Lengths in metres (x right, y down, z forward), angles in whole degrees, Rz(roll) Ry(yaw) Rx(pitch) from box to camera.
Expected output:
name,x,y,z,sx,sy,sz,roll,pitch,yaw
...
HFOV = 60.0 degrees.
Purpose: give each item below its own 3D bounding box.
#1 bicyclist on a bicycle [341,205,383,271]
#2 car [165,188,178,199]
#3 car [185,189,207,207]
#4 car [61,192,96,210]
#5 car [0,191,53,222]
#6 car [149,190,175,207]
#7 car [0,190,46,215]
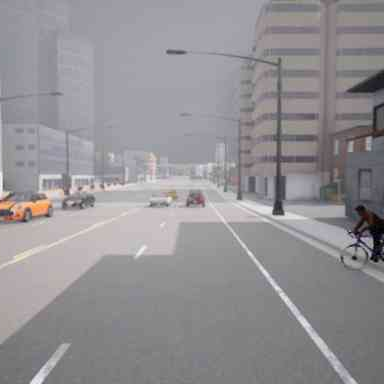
name,x,y,z,sx,sy,sz,roll,pitch,yaw
bicyclist on a bicycle,4.507,1.122,8.386,1.656,1.620,0.582,-9,1,1
car,-3.022,0.192,47.218,1.882,1.535,5.008,0,2,1
car,0.363,0.724,33.737,1.812,1.442,4.674,0,2,1
car,-10.286,0.757,30.494,2.128,1.511,4.902,0,1,1
car,-10.411,0.827,20.459,2.097,1.767,4.553,0,1,1
car,-3.137,0.788,33.985,1.895,1.301,4.718,0,2,1
car,-13.763,0.750,26.594,2.097,1.767,4.553,0,1,1
